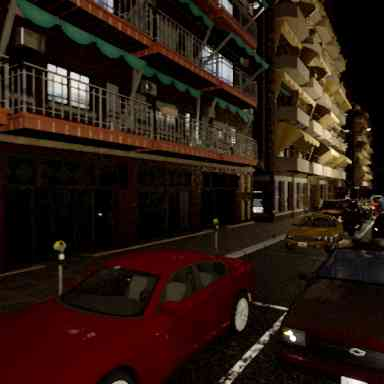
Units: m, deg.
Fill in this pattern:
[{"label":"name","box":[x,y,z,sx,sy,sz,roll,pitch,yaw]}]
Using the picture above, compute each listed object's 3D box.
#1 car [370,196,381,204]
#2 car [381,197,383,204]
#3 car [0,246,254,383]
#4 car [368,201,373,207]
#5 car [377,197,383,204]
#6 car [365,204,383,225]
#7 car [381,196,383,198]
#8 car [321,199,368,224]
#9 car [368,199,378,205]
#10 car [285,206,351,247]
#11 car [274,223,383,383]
[{"label":"car","box":[17.043,1.446,32.627,1.967,1.590,4.097,0,0,32]},{"label":"car","box":[19.988,1.576,37.304,1.947,1.339,4.313,0,0,32]},{"label":"car","box":[-0.621,1.544,4.565,1.887,1.381,4.507,0,0,32]},{"label":"car","box":[11.156,1.552,23.273,2.008,1.369,4.403,0,0,32]},{"label":"car","box":[37.653,1.612,65.367,1.947,1.339,4.313,0,0,32]},{"label":"car","box":[10.070,1.547,16.489,2.033,1.411,5.357,0,0,32]},{"label":"car","box":[22.932,1.559,41.981,1.887,1.381,4.507,0,0,32]},{"label":"car","box":[8.210,1.315,18.597,2.192,1.841,5.009,0,0,32]},{"label":"car","box":[14.101,1.554,27.950,2.008,1.369,4.403,0,0,32]},{"label":"car","box":[5.177,1.524,13.776,1.752,1.417,4.829,0,0,32]},{"label":"car","box":[3.081,1.547,5.566,2.033,1.411,5.357,0,0,33]}]
